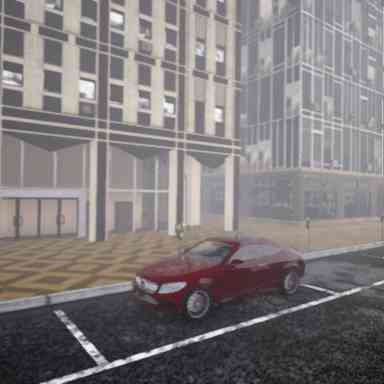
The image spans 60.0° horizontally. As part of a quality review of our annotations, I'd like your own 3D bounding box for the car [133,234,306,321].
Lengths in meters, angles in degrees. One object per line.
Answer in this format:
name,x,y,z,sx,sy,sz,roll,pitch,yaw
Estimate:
car,0.788,1.632,7.295,4.206,1.307,1.802,1,0,-36
